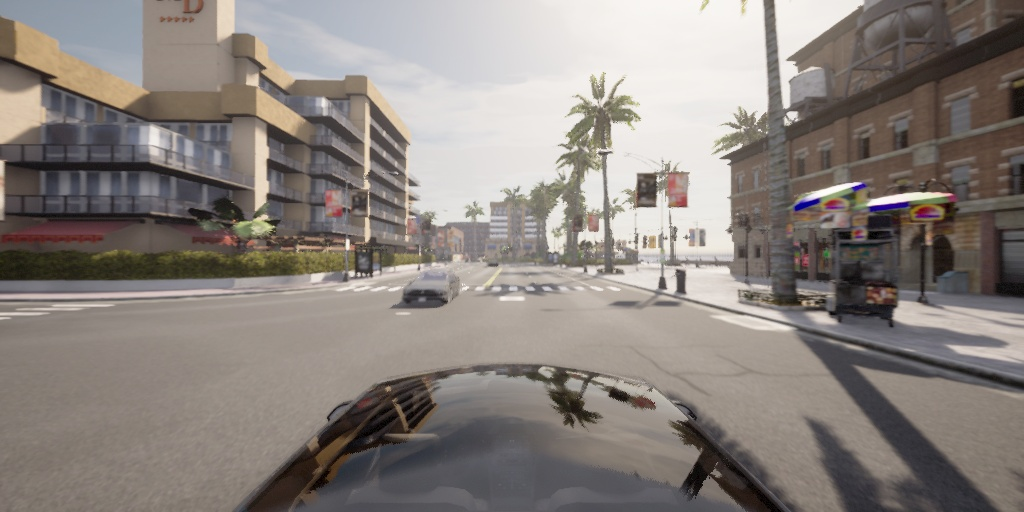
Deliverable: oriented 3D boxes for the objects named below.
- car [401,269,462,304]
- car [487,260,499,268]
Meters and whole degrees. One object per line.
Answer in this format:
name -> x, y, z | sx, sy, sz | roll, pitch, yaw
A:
car -> -3.503, 1.323, 16.629 | 2.033, 1.411, 5.357 | 0, 0, 0
car -> -3.293, 1.361, 62.290 | 1.895, 1.301, 4.718 | 0, 0, -8
